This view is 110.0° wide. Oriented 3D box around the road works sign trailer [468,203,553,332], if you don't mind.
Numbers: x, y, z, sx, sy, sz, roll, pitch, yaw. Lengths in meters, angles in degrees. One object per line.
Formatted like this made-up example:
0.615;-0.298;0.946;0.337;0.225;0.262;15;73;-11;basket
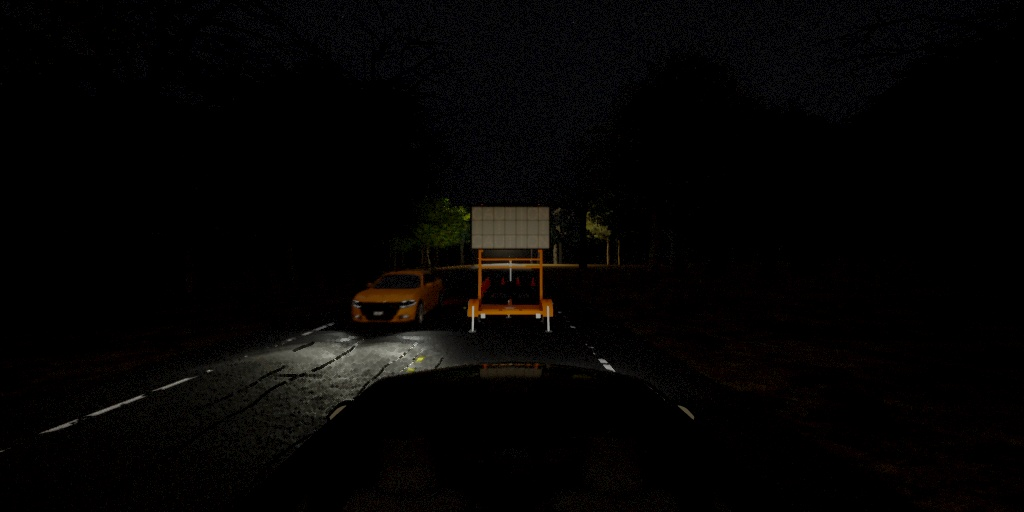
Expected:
-0.043;0.214;10.838;2.380;3.560;2.880;0;0;0;road works sign trailer

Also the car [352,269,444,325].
-3.549;1.226;11.971;1.882;1.535;5.008;0;0;0;car
